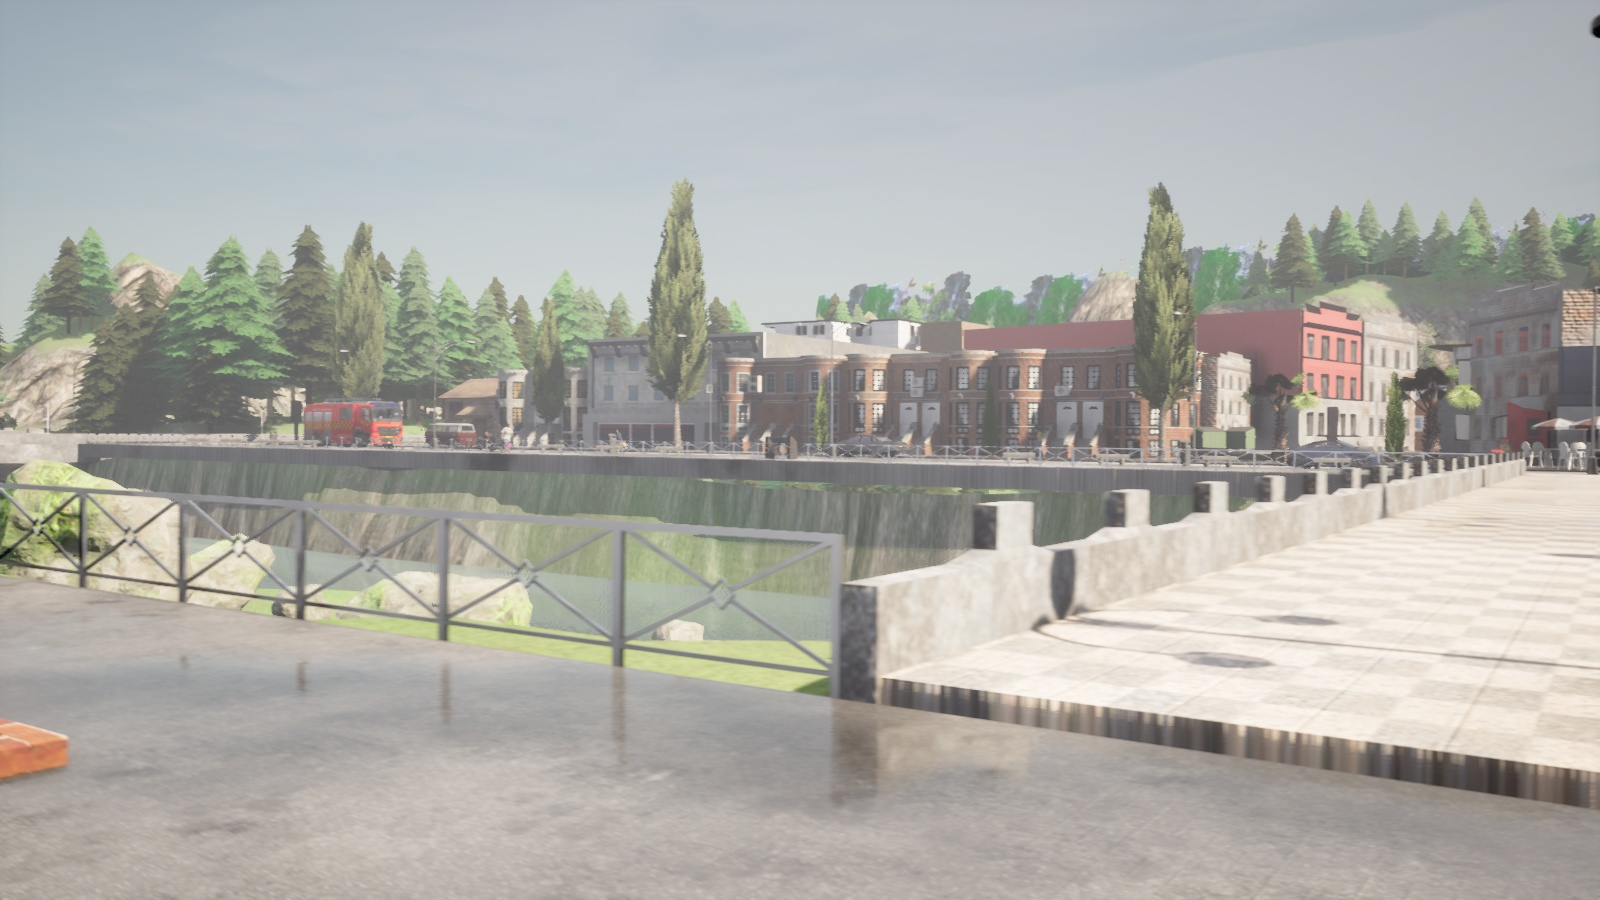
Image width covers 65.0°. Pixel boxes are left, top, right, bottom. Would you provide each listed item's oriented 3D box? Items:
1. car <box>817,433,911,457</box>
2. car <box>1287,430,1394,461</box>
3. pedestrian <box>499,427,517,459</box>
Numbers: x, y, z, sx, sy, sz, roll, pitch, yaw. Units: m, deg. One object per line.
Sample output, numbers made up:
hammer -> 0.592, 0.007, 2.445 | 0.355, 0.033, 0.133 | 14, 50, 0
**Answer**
car -> 3.851, -0.289, 75.693 | 5.357, 1.411, 2.033 | 0, 1, 34
car -> 24.564, -0.207, 57.141 | 4.181, 1.385, 1.994 | 0, 1, 34
pedestrian -> -18.089, -0.457, 77.817 | 0.873, 1.952, 0.659 | 0, 1, 38
